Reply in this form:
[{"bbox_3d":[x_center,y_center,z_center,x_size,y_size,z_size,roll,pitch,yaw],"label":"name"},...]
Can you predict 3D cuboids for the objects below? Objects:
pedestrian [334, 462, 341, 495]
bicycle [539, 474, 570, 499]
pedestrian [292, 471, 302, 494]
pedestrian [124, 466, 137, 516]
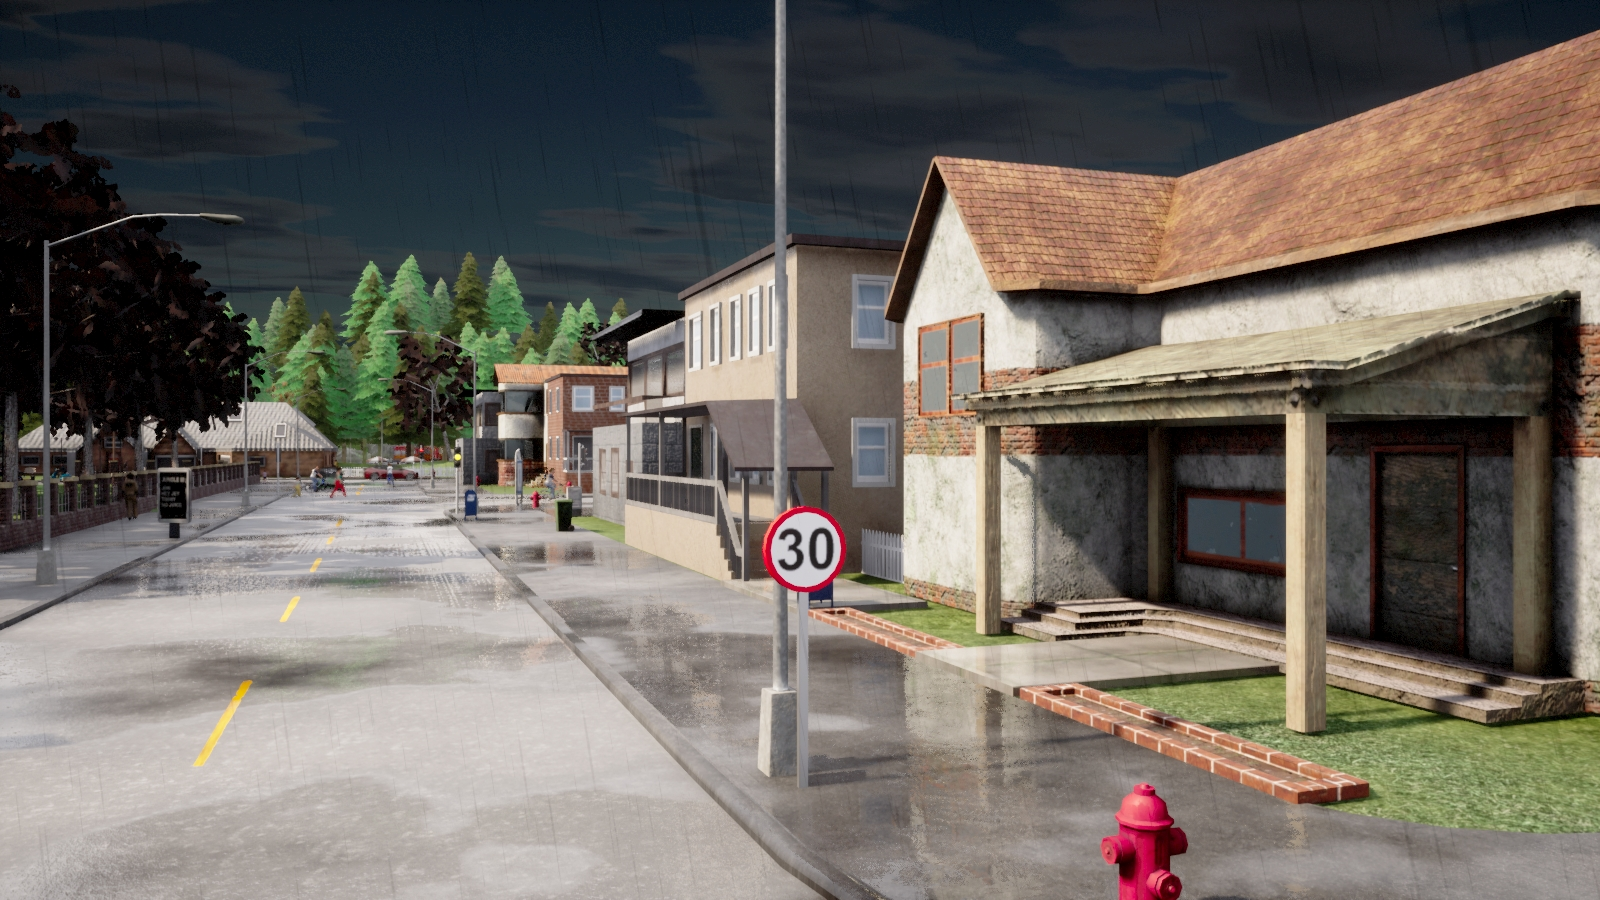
[{"bbox_3d":[-26.457,1.628,65.327,0.375,1.860,0.375,0,0,-24],"label":"pedestrian"},{"bbox_3d":[-13.116,1.936,61.023,1.643,1.296,0.373,0,-1,-13],"label":"bicycle"},{"bbox_3d":[-29.492,1.908,66.984,0.375,1.300,0.375,0,0,2],"label":"pedestrian"},{"bbox_3d":[-25.087,1.525,42.813,0.375,1.860,0.375,0,0,-20],"label":"pedestrian"}]
